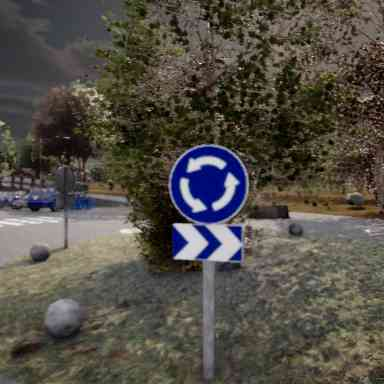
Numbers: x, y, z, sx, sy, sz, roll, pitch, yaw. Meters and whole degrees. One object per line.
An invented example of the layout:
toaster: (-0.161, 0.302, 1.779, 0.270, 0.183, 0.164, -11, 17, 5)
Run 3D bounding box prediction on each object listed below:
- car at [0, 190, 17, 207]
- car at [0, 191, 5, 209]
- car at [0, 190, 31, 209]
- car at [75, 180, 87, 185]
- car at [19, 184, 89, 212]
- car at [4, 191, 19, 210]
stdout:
car: (-21.322, 0.675, 35.417, 2.185, 1.767, 4.553, 1, 0, 15)
car: (-16.406, 0.702, 31.864, 2.185, 1.767, 4.553, 0, 0, 15)
car: (-18.849, 0.689, 33.671, 2.185, 1.767, 4.553, 1, 0, 15)
car: (-13.928, -0.654, 38.556, 4.892, 1.490, 1.837, 6, 4, 35)
car: (-11.466, 0.603, 28.424, 2.435, 2.045, 5.566, 0, 0, 15)
car: (-13.927, 0.842, 30.150, 2.231, 1.521, 4.892, 1, 0, 15)
